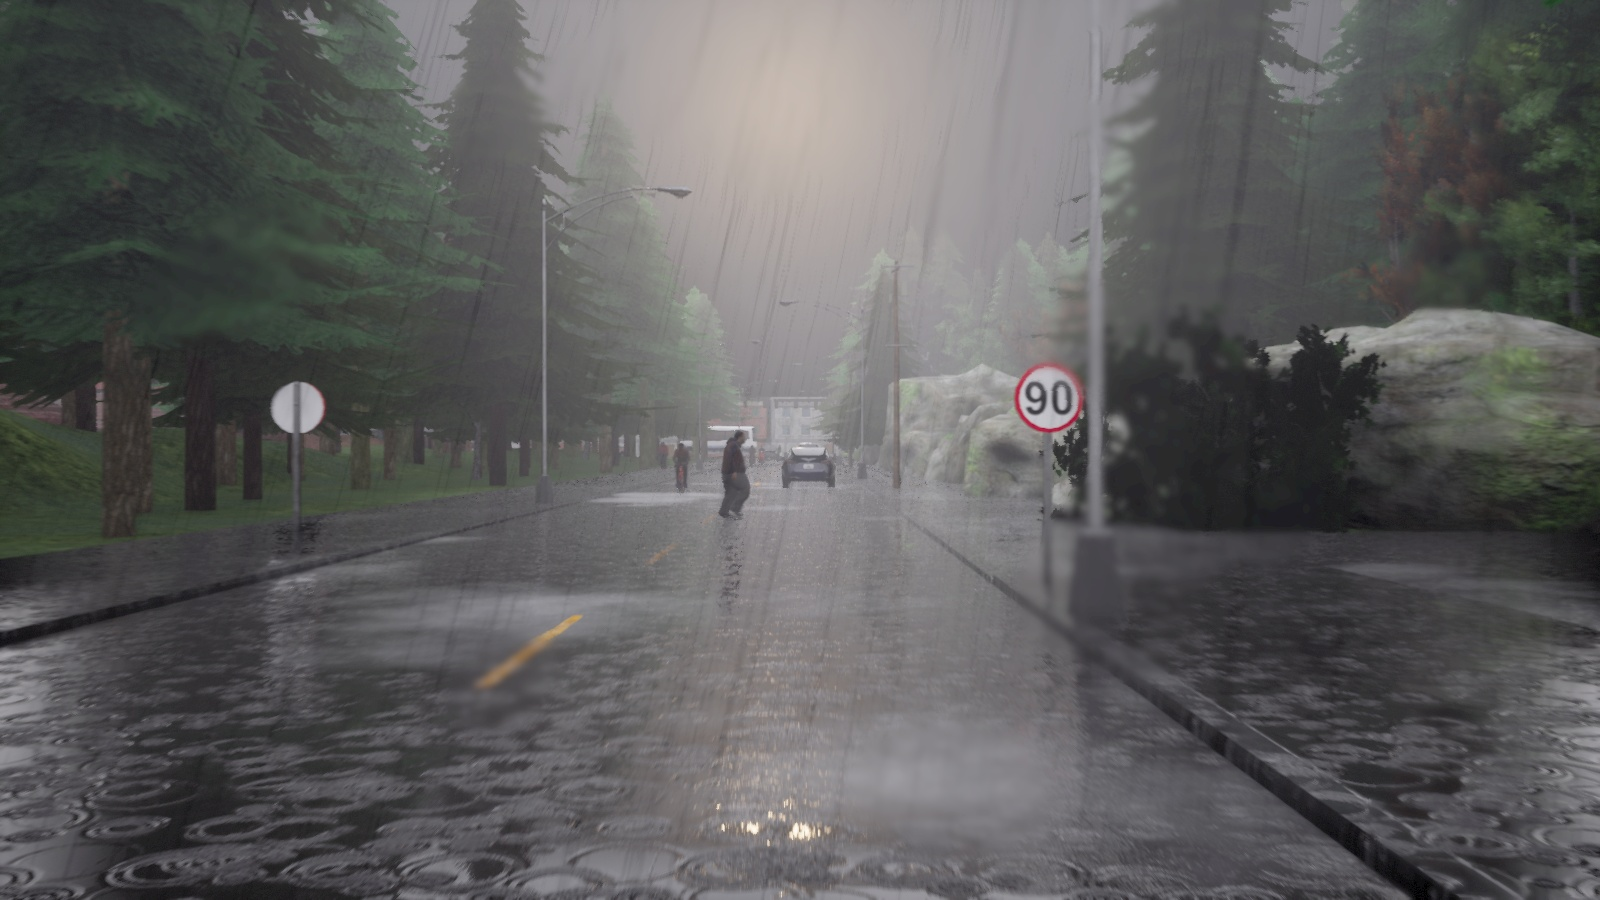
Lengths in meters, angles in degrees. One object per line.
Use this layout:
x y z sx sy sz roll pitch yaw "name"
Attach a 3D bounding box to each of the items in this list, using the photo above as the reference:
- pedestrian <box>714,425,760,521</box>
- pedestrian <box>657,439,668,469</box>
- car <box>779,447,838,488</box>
-1.236 0.448 24.574 0.899 1.844 0.634 0 0 -4 "pedestrian"
-8.530 0.242 77.962 0.634 1.844 0.899 0 0 -1 "pedestrian"
0.324 0.620 47.770 2.163 1.488 4.792 0 0 0 "car"
